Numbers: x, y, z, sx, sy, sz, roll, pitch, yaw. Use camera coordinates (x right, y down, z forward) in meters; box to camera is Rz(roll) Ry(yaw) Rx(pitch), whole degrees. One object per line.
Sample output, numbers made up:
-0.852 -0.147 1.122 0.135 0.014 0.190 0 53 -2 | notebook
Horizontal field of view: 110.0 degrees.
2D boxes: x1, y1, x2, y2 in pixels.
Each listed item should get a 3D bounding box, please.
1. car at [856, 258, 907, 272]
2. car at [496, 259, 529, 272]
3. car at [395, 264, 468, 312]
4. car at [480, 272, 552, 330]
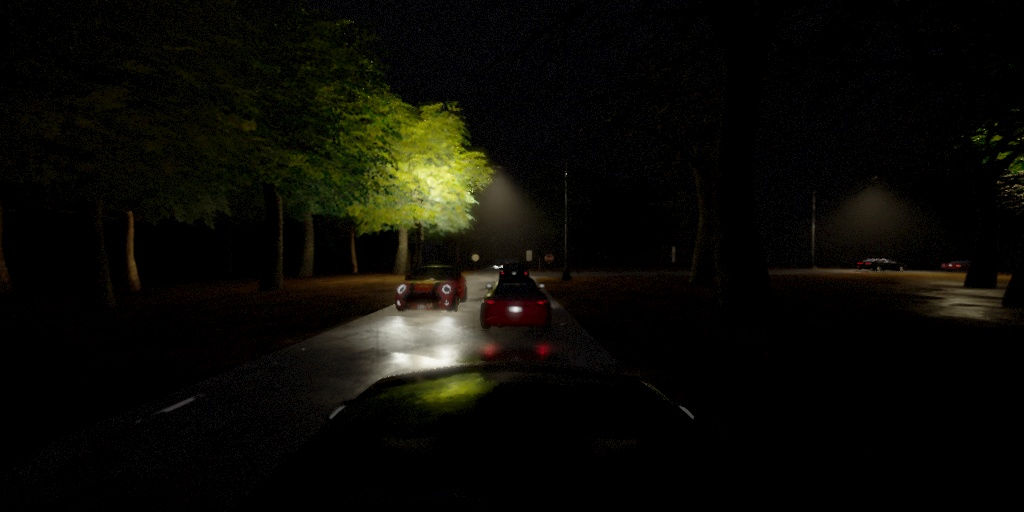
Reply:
40.949 1.013 39.749 4.902 1.511 2.128 0 1 -6 | car
0.154 1.198 26.041 2.097 1.767 4.553 0 0 0 | car
-3.055 1.157 14.400 2.097 1.767 4.553 0 0 0 | car
0.109 1.359 11.280 1.994 1.385 4.181 0 0 0 | car
